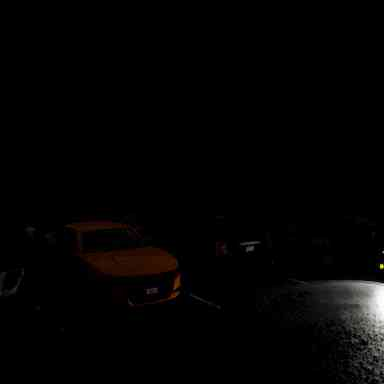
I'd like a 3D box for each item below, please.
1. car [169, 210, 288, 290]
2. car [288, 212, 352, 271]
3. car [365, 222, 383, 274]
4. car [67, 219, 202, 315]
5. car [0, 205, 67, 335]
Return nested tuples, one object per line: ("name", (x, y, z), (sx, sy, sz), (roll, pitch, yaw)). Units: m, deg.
("car", (0.117, 1.341, 9.504), (2.185, 1.767, 4.553), (0, 0, -36))
("car", (2.381, 1.478, 11.129), (2.163, 1.488, 4.792), (0, 0, -36))
("car", (6.735, 1.517, 8.873), (4.181, 1.385, 1.994), (-1, 0, -36))
("car", (-2.164, 1.478, 7.916), (2.097, 1.535, 5.008), (0, 0, -36))
("car", (-4.415, 1.229, 6.262), (2.435, 2.045, 5.566), (0, 0, -36))
